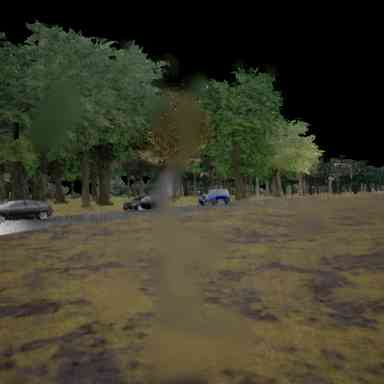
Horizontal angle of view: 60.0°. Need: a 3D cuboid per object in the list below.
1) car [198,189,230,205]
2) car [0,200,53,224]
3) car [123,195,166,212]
[{"bbox_3d":[3.048,0.652,44.504,2.150,2.045,5.566,-3,-1,35],"label":"car"},{"bbox_3d":[-12.133,1.346,23.027,1.837,1.490,4.892,-3,0,35],"label":"car"},{"bbox_3d":[-4.753,1.113,33.471,1.882,1.535,5.008,-3,-1,36],"label":"car"}]
